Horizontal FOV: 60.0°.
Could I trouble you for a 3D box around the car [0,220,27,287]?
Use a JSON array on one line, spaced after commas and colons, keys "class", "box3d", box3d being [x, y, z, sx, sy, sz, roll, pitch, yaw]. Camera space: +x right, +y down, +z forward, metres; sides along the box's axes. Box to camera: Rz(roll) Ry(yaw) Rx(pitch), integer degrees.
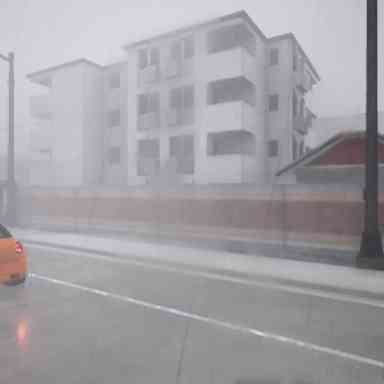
[{"class": "car", "box3d": [-6.042, 1.333, 8.042, 4.553, 1.767, 2.097, 0, 0, 35]}]
